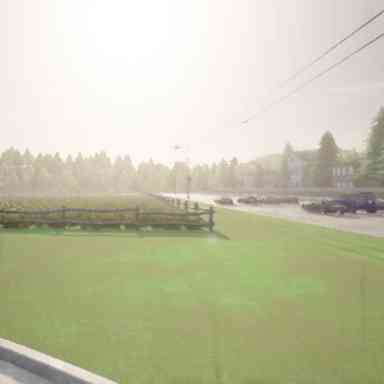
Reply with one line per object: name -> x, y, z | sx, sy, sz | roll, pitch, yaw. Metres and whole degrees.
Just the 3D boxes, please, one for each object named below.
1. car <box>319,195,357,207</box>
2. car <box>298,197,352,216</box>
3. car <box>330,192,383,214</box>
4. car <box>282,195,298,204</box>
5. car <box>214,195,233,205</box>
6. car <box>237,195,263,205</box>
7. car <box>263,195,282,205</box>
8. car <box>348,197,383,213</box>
car -> 19.674, 1.219, 45.259 | 2.033, 1.411, 5.357 | 0, 0, -11
car -> 11.916, 1.380, 30.198 | 1.895, 1.301, 4.718 | 0, 0, -11
car -> 15.155, 0.991, 31.871 | 2.150, 2.045, 5.566 | 0, 0, -11
car -> 14.848, 1.143, 51.712 | 1.812, 1.442, 4.674 | 0, 0, -11
car -> 4.618, 1.189, 49.314 | 1.994, 1.385, 4.181 | 0, 0, -11
car -> 8.153, 1.119, 49.471 | 2.128, 1.511, 4.902 | 0, 0, -11
car -> 11.497, 1.186, 50.607 | 1.994, 1.385, 4.181 | 0, 0, -11
car -> 18.309, 1.282, 33.984 | 1.812, 1.442, 4.674 | 0, 0, -11
